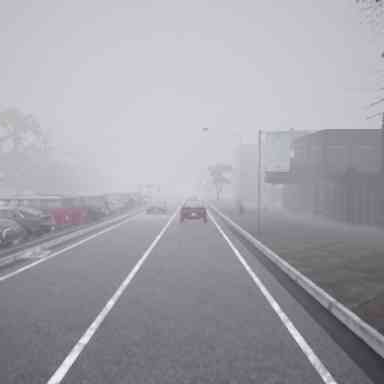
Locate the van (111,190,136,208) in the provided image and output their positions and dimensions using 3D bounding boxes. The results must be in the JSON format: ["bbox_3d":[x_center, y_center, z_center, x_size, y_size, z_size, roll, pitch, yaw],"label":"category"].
[{"bbox_3d":[-9.057,1.105,37.951,4.442,1.987,1.878,0,1,0],"label":"van"}]

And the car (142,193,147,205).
[{"bbox_3d":[-8.939,1.277,43.562,5.008,1.535,2.097,0,1,0],"label":"car"}]

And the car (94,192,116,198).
[{"bbox_3d":[-22.062,0.849,84.424,5.008,1.535,2.097,0,1,0],"label":"car"}]

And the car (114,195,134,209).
[{"bbox_3d":[-8.967,1.385,35.150,4.792,1.488,2.163,0,1,0],"label":"car"}]

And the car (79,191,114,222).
[{"bbox_3d":[-8.901,1.159,23.930,5.566,2.045,2.435,0,0,0],"label":"car"}]

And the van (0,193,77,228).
[{"bbox_3d":[-9.042,1.200,18.322,4.442,1.987,1.878,0,0,0],"label":"van"}]

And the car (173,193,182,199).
[{"bbox_3d":[-3.206,0.900,74.919,1.812,1.442,4.674,0,1,0],"label":"car"}]

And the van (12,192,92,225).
[{"bbox_3d":[-9.044,1.192,21.126,4.442,1.987,1.878,0,0,0],"label":"van"}]

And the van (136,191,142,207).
[{"bbox_3d":[-8.826,1.080,40.752,4.442,1.987,1.878,0,1,0],"label":"van"}]

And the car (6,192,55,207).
[{"bbox_3d":[-21.997,1.006,45.565,5.566,2.045,2.435,0,1,0],"label":"car"}]

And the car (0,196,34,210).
[{"bbox_3d":[-22.016,1.314,40.015,5.008,1.535,2.097,0,0,0],"label":"car"}]

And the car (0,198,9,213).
[{"bbox_3d":[-21.988,1.392,34.467,4.792,1.488,2.163,0,0,0],"label":"car"}]

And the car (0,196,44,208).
[{"bbox_3d":[-22.018,1.288,42.793,4.892,1.521,2.231,0,1,0],"label":"car"}]

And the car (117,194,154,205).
[{"bbox_3d":[-8.766,1.185,51.971,5.366,1.575,1.946,0,1,0],"label":"car"}]

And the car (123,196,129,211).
[{"bbox_3d":[-8.933,1.413,32.342,4.674,1.452,2.002,0,0,0],"label":"car"}]

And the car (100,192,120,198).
[{"bbox_3d":[-22.089,0.823,89.974,4.792,1.488,2.163,0,1,0],"label":"car"}]

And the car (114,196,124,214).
[{"bbox_3d":[-8.940,1.389,29.539,4.892,1.521,2.231,0,0,0],"label":"car"}]

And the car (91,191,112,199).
[{"bbox_3d":[-22.085,0.752,81.647,4.553,1.767,2.185,0,1,0],"label":"car"}]

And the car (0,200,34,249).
[{"bbox_3d":[-8.952,1.315,12.716,4.553,1.767,2.185,0,0,0],"label":"car"}]

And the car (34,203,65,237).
[{"bbox_3d":[-8.917,1.434,15.519,4.892,1.521,2.231,0,0,0],"label":"car"}]

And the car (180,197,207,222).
[{"bbox_3d":[0.114,1.378,25.196,1.882,1.535,5.008,0,0,0],"label":"car"}]

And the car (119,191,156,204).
[{"bbox_3d":[-8.925,0.907,54.772,5.566,2.045,2.435,0,1,0],"label":"car"}]

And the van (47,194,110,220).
[{"bbox_3d":[-9.048,1.176,26.730,4.442,1.987,1.878,0,0,0],"label":"van"}]

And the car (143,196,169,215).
[{"bbox_3d":[-3.317,1.381,32.700,1.812,1.442,4.674,0,0,0],"label":"car"}]

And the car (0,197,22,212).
[{"bbox_3d":[-22.204,1.335,37.238,5.366,1.575,1.946,0,1,0],"label":"car"}]

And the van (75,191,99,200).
[{"bbox_3d":[-22.162,0.767,70.544,4.442,1.987,1.878,0,1,0],"label":"van"}]

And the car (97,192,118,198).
[{"bbox_3d":[-22.052,0.823,87.199,4.892,1.521,2.231,0,1,0],"label":"car"}]
